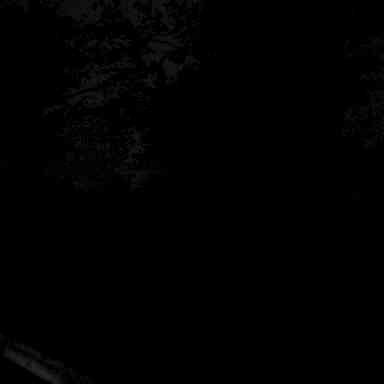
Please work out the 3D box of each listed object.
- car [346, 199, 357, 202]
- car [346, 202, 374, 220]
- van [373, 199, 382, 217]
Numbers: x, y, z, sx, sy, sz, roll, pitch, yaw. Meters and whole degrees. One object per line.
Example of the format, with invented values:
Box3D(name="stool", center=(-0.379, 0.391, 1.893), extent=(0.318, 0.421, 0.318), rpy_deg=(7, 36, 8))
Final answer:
Box3D(name="car", center=(23.696, 2.073, 50.099), extent=(2.435, 2.045, 5.566), rpy_deg=(-1, -1, 36))
Box3D(name="car", center=(18.671, 2.277, 37.346), extent=(1.946, 1.575, 5.366), rpy_deg=(-1, -1, 36))
Box3D(name="van", center=(25.891, 2.066, 48.348), extent=(1.878, 1.987, 4.442), rpy_deg=(-1, 0, 36))
